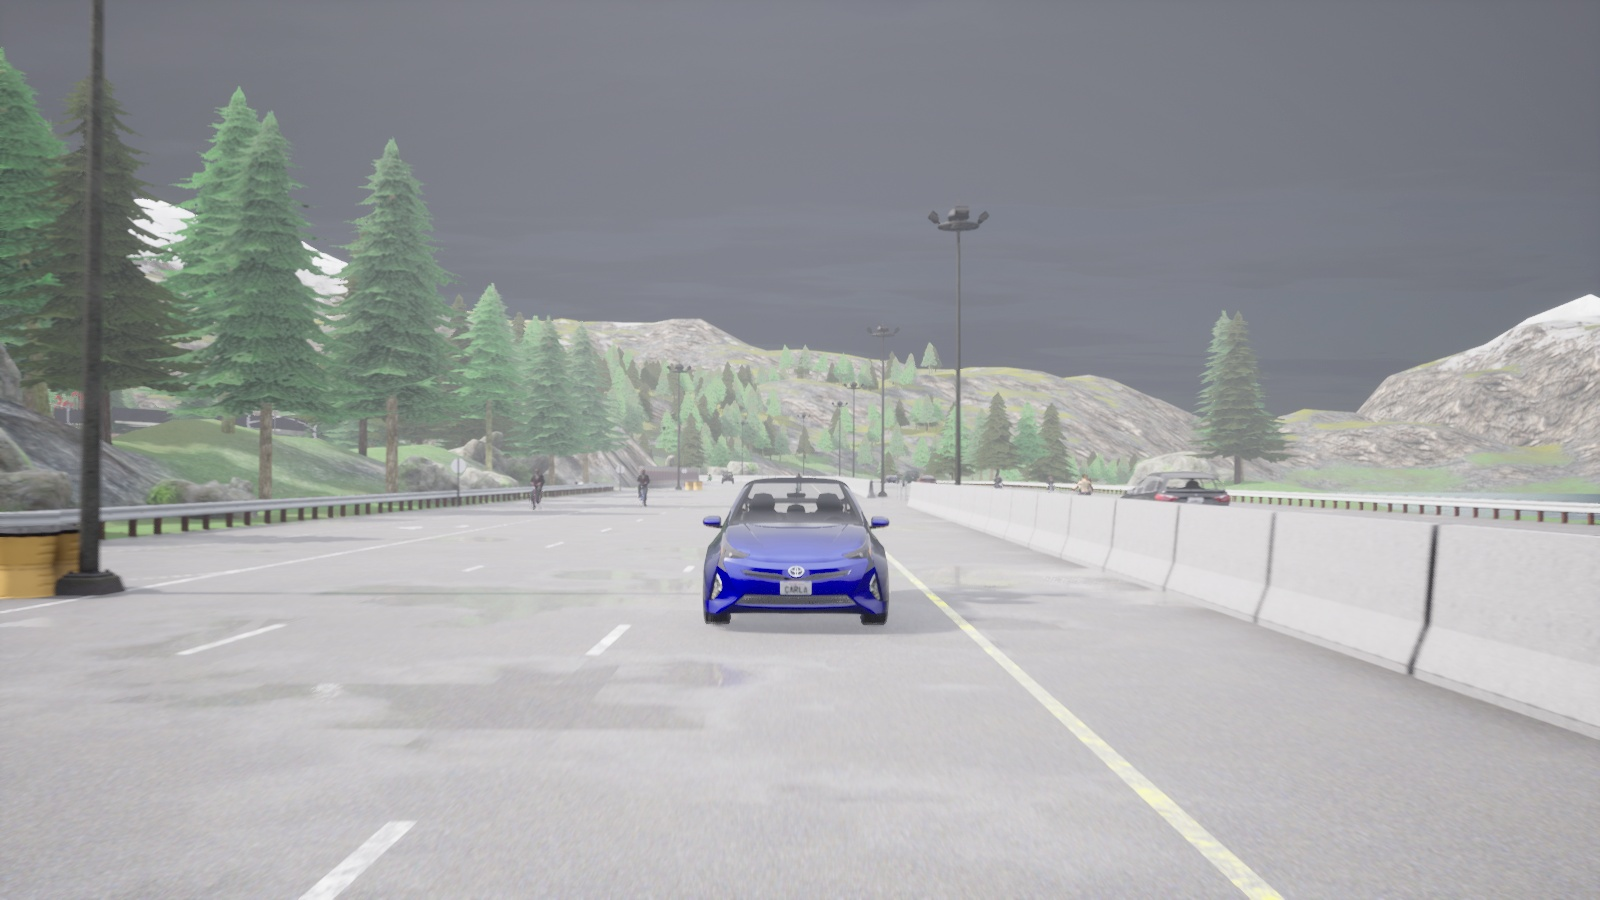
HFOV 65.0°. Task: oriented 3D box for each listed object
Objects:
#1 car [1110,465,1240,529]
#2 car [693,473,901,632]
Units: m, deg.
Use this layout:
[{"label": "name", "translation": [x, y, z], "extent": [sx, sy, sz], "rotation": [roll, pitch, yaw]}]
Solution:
[{"label": "car", "translation": [10.423, 1.285, 35.299], "extent": [2.242, 1.667, 4.611], "rotation": [0, -1, 0]}, {"label": "car", "translation": [-0.037, 1.036, 14.430], "extent": [2.007, 1.525, 4.514], "rotation": [0, -1, 0]}]
